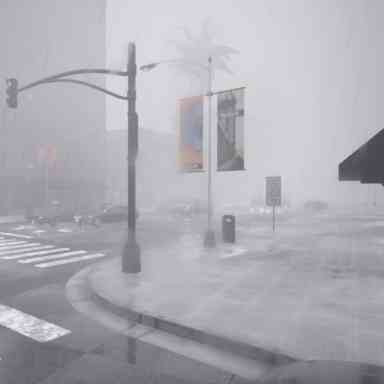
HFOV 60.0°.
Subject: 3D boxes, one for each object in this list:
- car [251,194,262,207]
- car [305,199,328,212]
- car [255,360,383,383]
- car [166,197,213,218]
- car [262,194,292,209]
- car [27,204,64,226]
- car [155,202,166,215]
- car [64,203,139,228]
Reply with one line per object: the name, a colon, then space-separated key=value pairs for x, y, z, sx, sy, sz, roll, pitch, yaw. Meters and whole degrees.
car: x=11.155 y=1.297 z=51.933 sx=2.150 sy=2.045 sz=5.566 roll=0 pitch=0 yaw=35
car: x=15.262 y=1.575 z=40.667 sx=2.128 sy=1.511 sz=4.902 roll=0 pitch=0 yaw=35
car: x=2.147 y=1.551 z=1.315 sx=4.403 sy=1.369 sz=2.008 roll=0 pitch=0 yaw=36
car: x=0.047 y=1.390 z=30.720 sx=2.097 sy=1.767 sz=4.553 roll=0 pitch=0 yaw=35
car: x=12.781 y=1.314 z=48.631 sx=2.150 sy=2.045 sz=5.566 roll=0 pitch=-1 yaw=36
car: x=-8.825 y=1.562 z=23.795 sx=2.033 sy=1.411 sz=5.357 roll=0 pitch=0 yaw=35
car: x=-1.712 y=1.389 z=33.866 sx=2.097 sy=1.767 sz=4.553 roll=0 pitch=0 yaw=35
car: x=-5.709 y=1.512 z=22.567 sx=2.128 sy=1.511 sz=4.902 roll=0 pitch=0 yaw=35
